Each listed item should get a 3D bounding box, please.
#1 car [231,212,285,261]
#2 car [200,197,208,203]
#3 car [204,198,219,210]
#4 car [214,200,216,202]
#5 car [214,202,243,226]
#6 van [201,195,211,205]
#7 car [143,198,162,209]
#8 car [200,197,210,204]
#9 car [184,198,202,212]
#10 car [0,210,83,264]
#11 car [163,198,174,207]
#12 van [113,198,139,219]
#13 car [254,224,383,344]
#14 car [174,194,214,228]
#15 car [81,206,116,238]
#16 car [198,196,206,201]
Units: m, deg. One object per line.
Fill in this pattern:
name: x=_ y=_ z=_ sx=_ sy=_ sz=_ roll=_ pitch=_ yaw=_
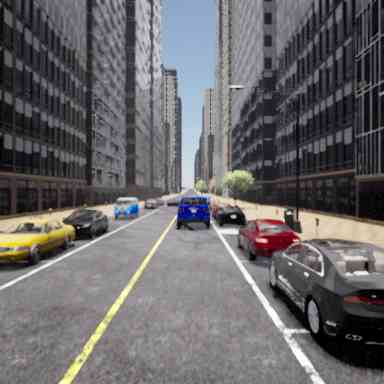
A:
car: x=2.686 y=1.613 z=12.105 sx=1.802 sy=1.307 sz=4.206 roll=0 pitch=0 yaw=0
car: x=2.680 y=1.702 z=74.775 sx=1.802 sy=1.307 sz=4.206 roll=0 pitch=0 yaw=0
car: x=2.683 y=1.622 z=46.458 sx=1.752 sy=1.417 sz=4.829 roll=0 pitch=0 yaw=0
car: x=2.684 y=1.612 z=29.197 sx=1.887 sy=1.381 sz=4.507 roll=0 pitch=0 yaw=0
car: x=2.685 y=1.621 z=23.499 sx=1.947 sy=1.339 sz=4.313 roll=0 pitch=0 yaw=0
van: x=2.681 y=1.455 z=63.380 sx=1.690 sy=1.788 sz=3.998 roll=0 pitch=0 yaw=0
car: x=-5.698 y=1.647 z=46.288 sx=2.008 sy=1.369 sz=4.403 roll=0 pitch=0 yaw=0
car: x=2.681 y=1.700 z=69.078 sx=1.802 sy=1.307 sz=4.206 roll=0 pitch=0 yaw=0
car: x=0.094 y=1.581 z=41.810 sx=2.128 sy=1.511 sz=4.902 roll=0 pitch=0 yaw=0
car: x=-5.695 y=1.556 z=11.935 sx=1.752 sy=1.417 sz=4.829 roll=0 pitch=0 yaw=0
car: x=-3.072 y=1.653 z=54.219 sx=2.033 sy=1.411 sz=5.357 roll=0 pitch=0 yaw=0
van: x=-5.697 y=1.408 z=29.197 sx=1.690 sy=1.788 sz=3.998 roll=0 pitch=0 yaw=0
car: x=2.686 y=1.568 z=6.408 sx=2.008 sy=1.369 sz=4.403 roll=0 pitch=0 yaw=0
car: x=0.100 y=1.276 z=23.085 sx=2.150 sy=2.045 sz=5.566 roll=0 pitch=0 yaw=0
car: x=-5.695 y=1.609 z=17.801 sx=1.947 sy=1.339 sz=4.313 roll=0 pitch=0 yaw=0
car: x=2.679 y=1.678 z=91.867 sx=2.008 sy=1.369 sz=4.403 roll=0 pitch=0 yaw=0
